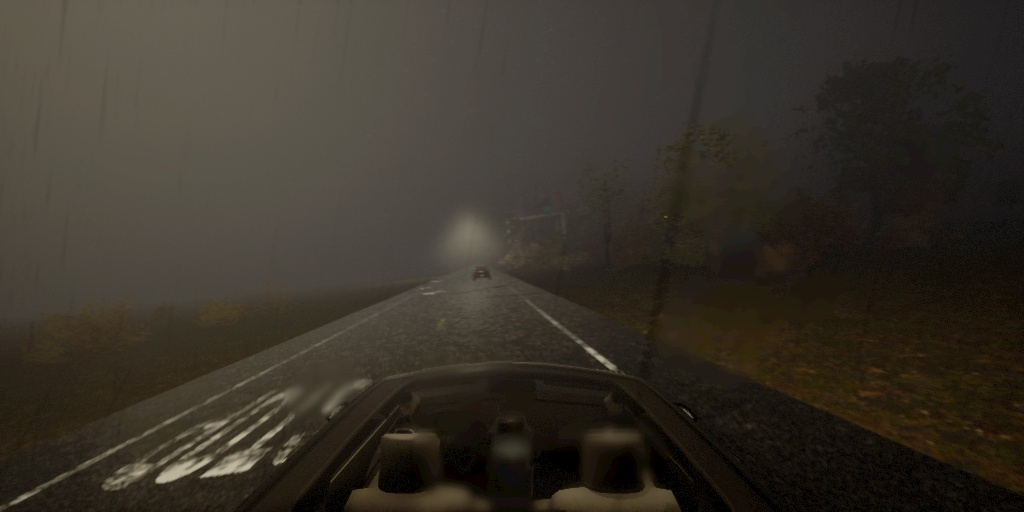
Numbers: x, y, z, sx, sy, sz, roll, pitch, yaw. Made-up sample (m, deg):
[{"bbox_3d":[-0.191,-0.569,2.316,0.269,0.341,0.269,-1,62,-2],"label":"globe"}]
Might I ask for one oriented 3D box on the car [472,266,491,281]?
[{"bbox_3d":[-3.306,1.833,38.995,2.128,1.511,4.902,-6,0,-5],"label":"car"}]
